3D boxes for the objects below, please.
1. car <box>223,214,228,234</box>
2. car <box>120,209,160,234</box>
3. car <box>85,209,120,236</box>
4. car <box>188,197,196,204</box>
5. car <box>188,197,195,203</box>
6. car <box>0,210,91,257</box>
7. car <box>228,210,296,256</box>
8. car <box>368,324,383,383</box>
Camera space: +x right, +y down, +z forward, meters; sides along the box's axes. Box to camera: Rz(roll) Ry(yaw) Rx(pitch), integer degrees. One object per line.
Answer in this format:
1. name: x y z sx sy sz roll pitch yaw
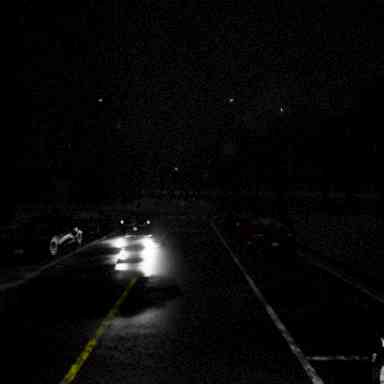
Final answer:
1. car: 2.756 1.670 18.910 1.947 1.339 4.313 -1 0 0
2. car: -3.070 1.713 20.199 1.895 1.301 4.718 0 0 0
3. car: -5.769 1.655 18.941 2.008 1.369 4.403 -1 0 0
4. car: -0.033 2.170 81.841 2.128 1.511 4.902 0 -1 0
5. car: -0.066 2.140 92.259 1.882 1.535 5.008 0 0 0
6. car: -5.769 1.635 13.272 1.947 1.339 4.313 -1 0 0
7. car: 2.755 1.615 13.241 1.887 1.381 4.507 -1 0 0
8. car: 2.755 1.560 1.902 2.008 1.369 4.403 -1 0 0
